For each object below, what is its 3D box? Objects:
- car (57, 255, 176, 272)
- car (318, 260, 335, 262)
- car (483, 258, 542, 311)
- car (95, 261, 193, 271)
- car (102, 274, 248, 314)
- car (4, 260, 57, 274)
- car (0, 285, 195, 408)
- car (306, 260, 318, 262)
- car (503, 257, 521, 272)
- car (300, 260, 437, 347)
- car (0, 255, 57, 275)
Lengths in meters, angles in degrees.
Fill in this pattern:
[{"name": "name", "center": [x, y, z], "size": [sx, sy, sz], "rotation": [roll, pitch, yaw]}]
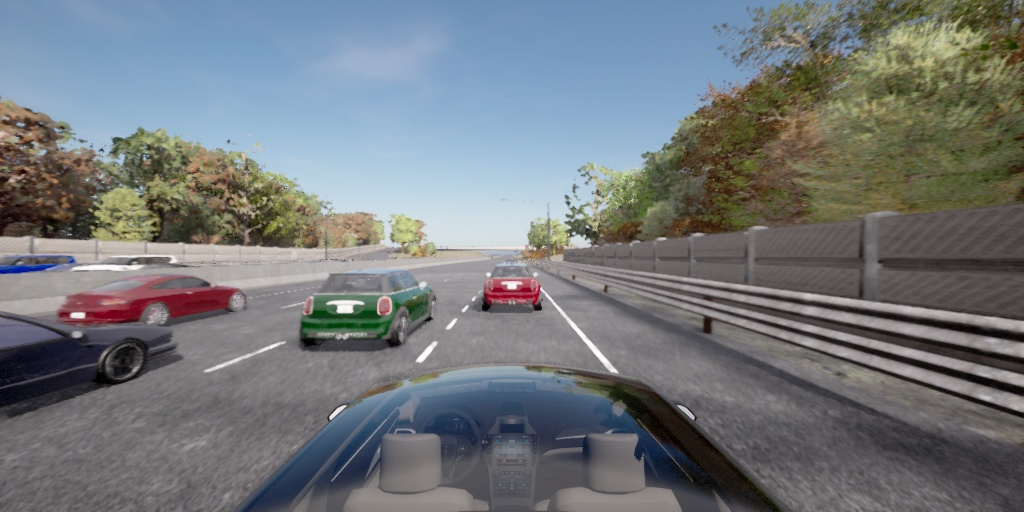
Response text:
[{"name": "car", "center": [-24.583, 0.935, 23.127], "size": [2.150, 2.045, 5.566], "rotation": [0, 0, 0]}, {"name": "car", "center": [-28.001, 1.287, 56.497], "size": [1.994, 1.385, 4.181], "rotation": [0, 0, 0]}, {"name": "car", "center": [0.001, 1.076, 14.532], "size": [2.097, 1.767, 4.553], "rotation": [0, 0, 0]}, {"name": "car", "center": [-21.089, 1.221, 21.495], "size": [1.837, 1.490, 4.892], "rotation": [0, 0, 0]}, {"name": "car", "center": [-10.399, 1.256, 10.892], "size": [1.812, 1.442, 4.674], "rotation": [0, 0, 0]}, {"name": "car", "center": [-28.083, 1.204, 23.121], "size": [2.128, 1.511, 4.902], "rotation": [0, 0, 0]}, {"name": "car", "center": [-6.899, 1.292, 3.918], "size": [2.033, 1.411, 5.357], "rotation": [0, 0, 0]}, {"name": "car", "center": [-31.500, 1.295, 56.802], "size": [1.994, 1.385, 4.181], "rotation": [0, 0, 0]}, {"name": "car", "center": [0.001, 1.058, 45.183], "size": [2.097, 1.767, 4.553], "rotation": [0, 0, 0]}, {"name": "car", "center": [-3.400, 1.085, 9.433], "size": [2.097, 1.767, 4.553], "rotation": [0, 0, 0]}, {"name": "car", "center": [-31.583, 0.936, 23.036], "size": [2.150, 2.045, 5.566], "rotation": [0, 0, 0]}]
